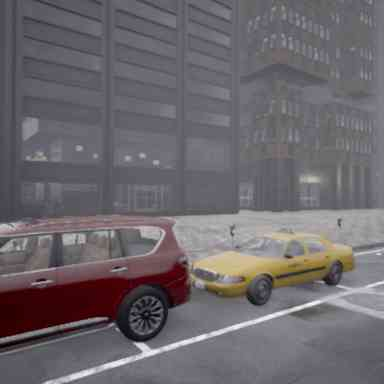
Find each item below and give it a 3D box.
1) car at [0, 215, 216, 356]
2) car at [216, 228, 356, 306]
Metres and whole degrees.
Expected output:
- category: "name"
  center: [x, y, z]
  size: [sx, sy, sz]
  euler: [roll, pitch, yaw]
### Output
- category: "car"
  center: [-2.321, 1.325, 4.997]
  size: [5.009, 1.841, 2.192]
  euler: [1, -1, -36]
- category: "car"
  center: [2.129, 1.596, 8.175]
  size: [4.829, 1.417, 1.752]
  euler: [1, -1, -36]
